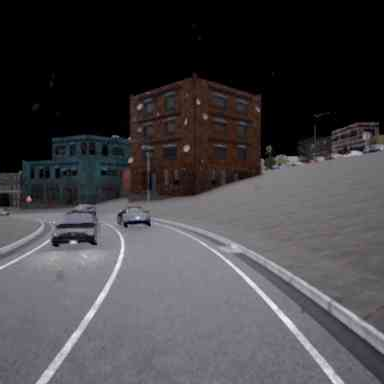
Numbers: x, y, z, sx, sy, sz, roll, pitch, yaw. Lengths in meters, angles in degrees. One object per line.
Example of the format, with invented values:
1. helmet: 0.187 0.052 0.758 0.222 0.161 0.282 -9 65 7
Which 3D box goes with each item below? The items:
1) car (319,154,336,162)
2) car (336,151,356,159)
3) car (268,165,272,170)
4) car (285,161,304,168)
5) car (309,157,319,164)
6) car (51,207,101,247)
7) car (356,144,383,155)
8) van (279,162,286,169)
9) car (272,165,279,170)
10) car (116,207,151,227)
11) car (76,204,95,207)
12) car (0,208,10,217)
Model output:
1. car: 21.241 -4.950 49.492 2.185 1.767 4.553 0 1 -1
2. car: 21.366 -4.665 43.822 2.002 1.452 4.674 0 1 -1
3. car: 20.515 -5.680 82.543 2.435 2.045 5.566 0 1 -1
4. car: 20.877 -5.147 66.025 2.231 1.521 4.892 0 1 -1
5. car: 21.120 -5.062 55.010 2.185 1.767 4.553 0 1 -1
6. car: -5.353 1.665 15.929 2.033 1.411 5.357 0 -1 -13
7. car: 21.486 -4.715 38.328 2.185 1.767 4.553 0 1 -1
8. van: 20.759 -5.471 71.416 1.878 1.987 4.442 0 1 -1
9. car: 20.636 -5.301 77.061 2.002 1.452 4.674 0 1 -1
10. car: -4.410 1.783 24.693 1.994 1.385 4.181 -1 -1 -20
11. car: -12.903 2.186 39.715 1.837 1.490 4.892 -1 -2 -37
12. car: -29.536 3.175 50.504 4.902 1.511 2.128 -4 -1 35
